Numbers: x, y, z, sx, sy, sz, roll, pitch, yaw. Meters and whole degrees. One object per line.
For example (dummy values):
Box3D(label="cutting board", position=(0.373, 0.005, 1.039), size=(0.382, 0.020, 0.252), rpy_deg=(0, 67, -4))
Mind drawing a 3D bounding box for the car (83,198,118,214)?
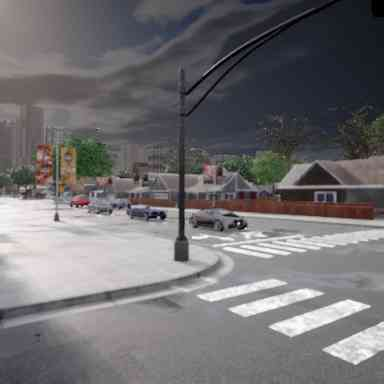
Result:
Box3D(label="car", position=(-10.867, 1.812, 39.302), size=(1.837, 1.490, 4.892), rpy_deg=(0, -1, -35))

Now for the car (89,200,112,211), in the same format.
Box3D(label="car", position=(-13.429, 1.904, 48.733), size=(1.812, 1.442, 4.674), rpy_deg=(0, -1, -35))

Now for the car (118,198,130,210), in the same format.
Box3D(label="car", position=(-10.938, 1.749, 50.791), size=(2.097, 1.767, 4.553), rpy_deg=(0, -1, -35))

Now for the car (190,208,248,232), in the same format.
Box3D(label="car", position=(1.646, 1.738, 21.644), size=(1.994, 1.385, 4.181), rpy_deg=(0, -1, -36))

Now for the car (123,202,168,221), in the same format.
Box3D(label="car", position=(-4.086, 1.836, 29.718), size=(1.895, 1.301, 4.718), rpy_deg=(0, -1, -35))

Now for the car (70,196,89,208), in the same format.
Box3D(label="car", position=(-19.147, 1.655, 56.733), size=(2.150, 2.045, 5.566), rpy_deg=(0, -1, -35))

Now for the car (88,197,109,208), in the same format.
Box3D(label="car", position=(-16.462, 1.803, 58.564), size=(2.097, 1.767, 4.553), rpy_deg=(0, -1, -35))
